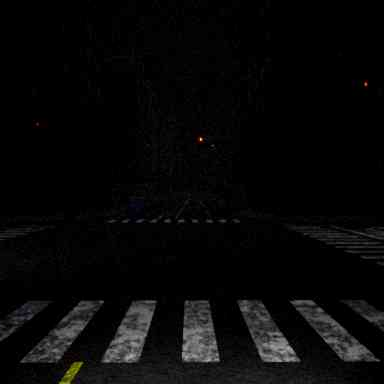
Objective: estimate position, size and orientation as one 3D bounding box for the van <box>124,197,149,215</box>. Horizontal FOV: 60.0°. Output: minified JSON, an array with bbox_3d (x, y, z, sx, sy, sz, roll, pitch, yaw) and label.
[{"bbox_3d":[-5.681,1.341,33.456,1.690,1.788,3.998,0,0,0],"label":"van"}]

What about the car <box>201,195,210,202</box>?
[{"bbox_3d":[3.091,1.431,78.765,1.967,1.590,4.097,0,0,0],"label":"car"}]

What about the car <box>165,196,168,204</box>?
[{"bbox_3d":[-5.558,1.565,56.129,1.947,1.339,4.313,0,0,0],"label":"car"}]

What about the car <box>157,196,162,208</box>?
[{"bbox_3d":[-5.619,1.566,44.792,1.947,1.339,4.313,0,0,0],"label":"car"}]

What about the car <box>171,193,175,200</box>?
[{"bbox_3d":[-5.465,1.538,73.133,1.887,1.381,4.507,0,0,0],"label":"car"}]

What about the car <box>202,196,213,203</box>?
[{"bbox_3d":[3.030,1.547,67.426,2.008,1.369,4.403,0,0,0],"label":"car"}]

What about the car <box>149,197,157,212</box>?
[{"bbox_3d":[-5.650,1.440,39.124,1.967,1.590,4.097,0,0,0],"label":"car"}]

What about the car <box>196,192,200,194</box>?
[{"bbox_3d":[0.397,1.378,73.822,1.994,1.385,4.181,0,0,0],"label":"car"}]

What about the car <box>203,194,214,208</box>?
[{"bbox_3d":[2.906,1.440,44.749,1.967,1.590,4.097,0,0,0],"label":"car"}]

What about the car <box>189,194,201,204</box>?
[{"bbox_3d":[0.344,1.561,63.785,1.994,1.385,4.181,0,0,0],"label":"car"}]

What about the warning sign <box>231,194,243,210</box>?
[{"bbox_3d":[5.278,1.115,39.392,1.300,1.860,1.060,0,0,0],"label":"warning sign"}]

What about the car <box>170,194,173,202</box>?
[{"bbox_3d":[-5.496,1.562,67.465,1.947,1.339,4.313,0,0,0],"label":"car"}]

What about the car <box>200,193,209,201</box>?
[{"bbox_3d":[3.122,1.303,84.434,2.192,1.841,5.009,0,0,0],"label":"car"}]

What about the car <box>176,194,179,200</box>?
[{"bbox_3d":[-5.373,1.301,90.138,2.192,1.841,5.009,0,0,0],"label":"car"}]

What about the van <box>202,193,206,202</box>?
[{"bbox_3d":[2.968,1.340,56.088,1.690,1.788,3.998,0,0,0],"label":"van"}]

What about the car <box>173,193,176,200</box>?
[{"bbox_3d":[-5.435,1.516,78.631,1.752,1.417,4.829,0,0,0],"label":"car"}]

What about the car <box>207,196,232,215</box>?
[{"bbox_3d":[2.845,1.440,33.411,1.967,1.590,4.097,0,0,0],"label":"car"}]

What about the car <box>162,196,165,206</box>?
[{"bbox_3d":[-5.589,1.581,50.460,1.802,1.307,4.206,0,0,0],"label":"car"}]

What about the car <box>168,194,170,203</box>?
[{"bbox_3d":[-5.528,1.523,61.627,1.752,1.417,4.829,0,0,0],"label":"car"}]
